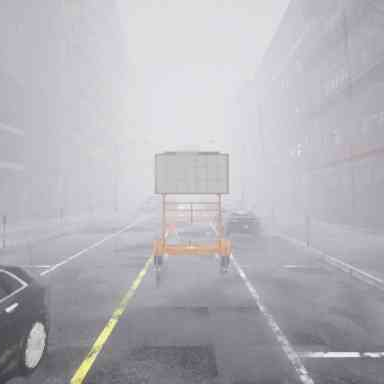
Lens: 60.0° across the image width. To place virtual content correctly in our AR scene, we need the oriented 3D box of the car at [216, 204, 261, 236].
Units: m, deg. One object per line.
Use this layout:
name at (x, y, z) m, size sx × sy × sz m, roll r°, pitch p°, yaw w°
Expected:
car at (2.593, 1.564, 18.289) m, size 1.887 × 1.381 × 4.507 m, roll 1°, pitch 0°, yaw 0°

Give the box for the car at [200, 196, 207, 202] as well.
car at (2.606, 1.632, 45.943) m, size 2.008 × 1.369 × 4.403 m, roll 1°, pitch 0°, yaw 0°

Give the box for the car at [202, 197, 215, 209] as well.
car at (2.603, 1.612, 40.411) m, size 1.887 × 1.381 × 4.507 m, roll 1°, pitch 0°, yaw 0°

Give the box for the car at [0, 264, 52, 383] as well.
car at (-2.849, 1.505, 2.756) m, size 1.837 × 1.490 × 4.892 m, roll 0°, pitch 0°, yaw 0°

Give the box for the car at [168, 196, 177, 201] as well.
car at (-5.254, 1.826, 90.253) m, size 1.947 × 1.339 × 4.313 m, roll 1°, pitch 0°, yaw 0°

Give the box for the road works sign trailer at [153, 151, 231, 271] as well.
road works sign trailer at (-0.005, 0.473, 10.978) m, size 2.380 × 3.560 × 2.880 m, roll 0°, pitch 0°, yaw 0°

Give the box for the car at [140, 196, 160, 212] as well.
car at (-5.276, 1.592, 40.308) m, size 1.752 × 1.417 × 4.829 m, roll 2°, pitch 0°, yaw 0°

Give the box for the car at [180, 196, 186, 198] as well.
car at (-2.706, 1.602, 90.985) m, size 1.812 × 1.442 × 4.674 m, roll 0°, pitch 0°, yaw 0°

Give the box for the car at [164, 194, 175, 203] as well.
car at (-5.253, 1.522, 79.191) m, size 2.192 × 1.841 × 5.009 m, roll 1°, pitch 0°, yaw 0°

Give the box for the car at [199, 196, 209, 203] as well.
car at (2.629, 1.622, 73.597) m, size 1.967 × 1.590 × 4.097 m, roll 1°, pitch 0°, yaw 0°

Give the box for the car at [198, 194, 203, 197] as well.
car at (2.617, 1.703, 68.064) m, size 1.887 × 1.381 × 4.507 m, roll 1°, pitch 0°, yaw 0°

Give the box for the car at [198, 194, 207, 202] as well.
car at (2.596, 1.547, 84.659) m, size 2.192 × 1.841 × 5.009 m, roll 1°, pitch 0°, yaw 0°

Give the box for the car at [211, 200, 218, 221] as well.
car at (2.596, 1.554, 23.991) m, size 1.752 × 1.417 × 4.829 m, roll 1°, pitch 0°, yaw 0°

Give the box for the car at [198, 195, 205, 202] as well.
car at (2.614, 1.681, 62.535) m, size 1.887 × 1.381 × 4.507 m, roll 1°, pitch 0°, yaw 0°

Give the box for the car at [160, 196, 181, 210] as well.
car at (-2.828, 1.622, 43.414) m, size 2.033 × 1.411 × 5.357 m, roll 0°, pitch 0°, yaw 0°

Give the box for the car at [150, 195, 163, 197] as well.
car at (-5.268, 1.397, 46.010) m, size 2.192 × 1.841 × 5.009 m, roll 2°, pitch 0°, yaw 0°
